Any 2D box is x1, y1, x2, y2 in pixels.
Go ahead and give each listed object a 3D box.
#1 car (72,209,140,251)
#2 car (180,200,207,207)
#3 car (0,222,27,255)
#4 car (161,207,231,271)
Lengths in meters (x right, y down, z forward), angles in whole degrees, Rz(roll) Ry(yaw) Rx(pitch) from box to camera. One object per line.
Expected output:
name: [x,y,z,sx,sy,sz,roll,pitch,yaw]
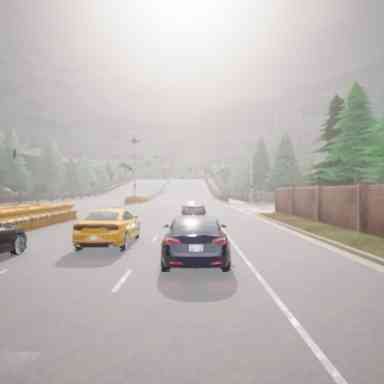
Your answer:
car: [-3.391,1.426,13.969,1.882,1.535,5.008,0,0,0]
car: [0.116,1.395,25.912,2.128,1.511,4.902,0,0,0]
car: [-6.893,1.454,10.111,2.128,1.511,4.902,0,0,0]
car: [0.107,1.464,10.816,2.163,1.488,4.792,0,0,0]
